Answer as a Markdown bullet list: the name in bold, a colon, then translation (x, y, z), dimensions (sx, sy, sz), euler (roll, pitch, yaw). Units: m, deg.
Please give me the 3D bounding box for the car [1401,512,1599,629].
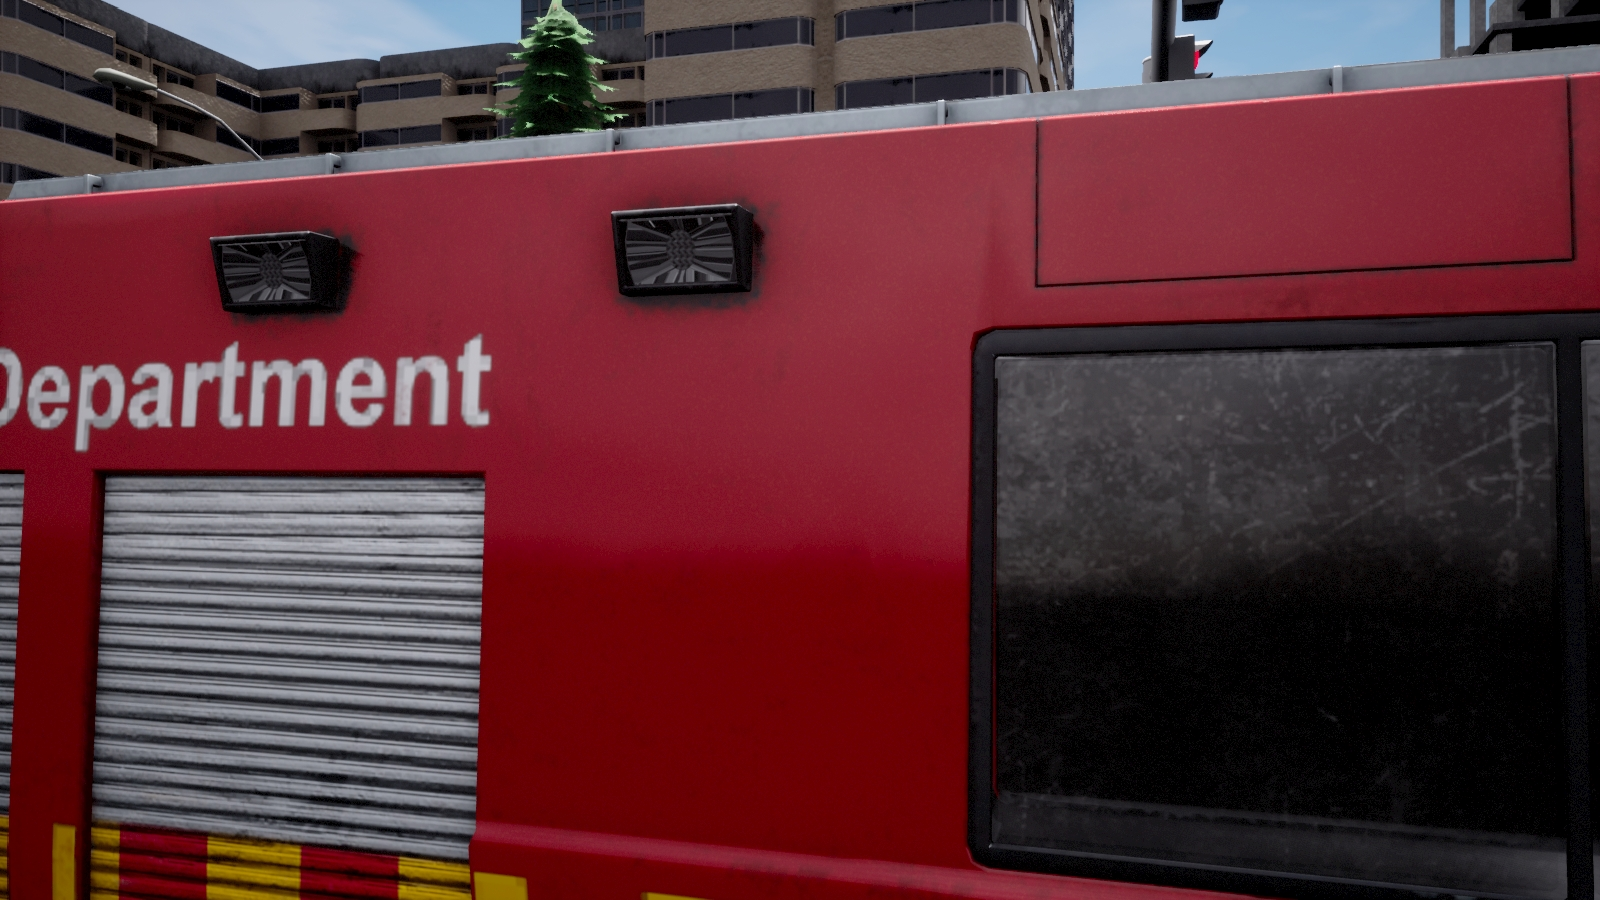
- **car**: translation (12.484, 2.037, 20.491), dimensions (2.038, 1.542, 4.974), euler (0, 0, 16)
